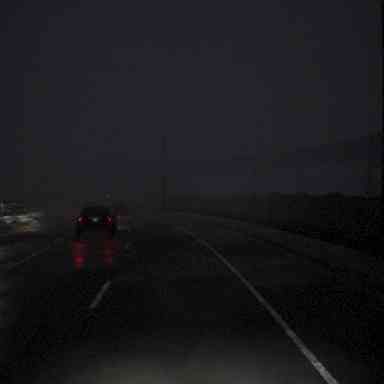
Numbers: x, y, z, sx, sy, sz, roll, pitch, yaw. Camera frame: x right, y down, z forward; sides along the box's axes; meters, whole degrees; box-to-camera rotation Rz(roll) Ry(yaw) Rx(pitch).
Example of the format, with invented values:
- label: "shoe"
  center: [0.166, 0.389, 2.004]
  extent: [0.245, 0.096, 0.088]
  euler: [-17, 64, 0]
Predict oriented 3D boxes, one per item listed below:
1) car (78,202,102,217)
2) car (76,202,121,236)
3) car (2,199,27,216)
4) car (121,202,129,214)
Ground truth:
- label: "car"
  center: [-11.837, 1.952, 38.367]
  extent: [1.837, 1.490, 4.892]
  euler: [0, -1, -27]
- label: "car"
  center: [-5.675, 1.576, 20.269]
  extent: [2.097, 1.767, 4.553]
  euler: [0, -1, -10]
- label: "car"
  center: [-22.499, 1.855, 41.968]
  extent: [2.150, 2.045, 5.566]
  euler: [0, -1, -37]
- label: "car"
  center: [-9.128, 1.923, 40.621]
  extent: [2.128, 1.511, 4.902]
  euler: [0, -1, -27]
